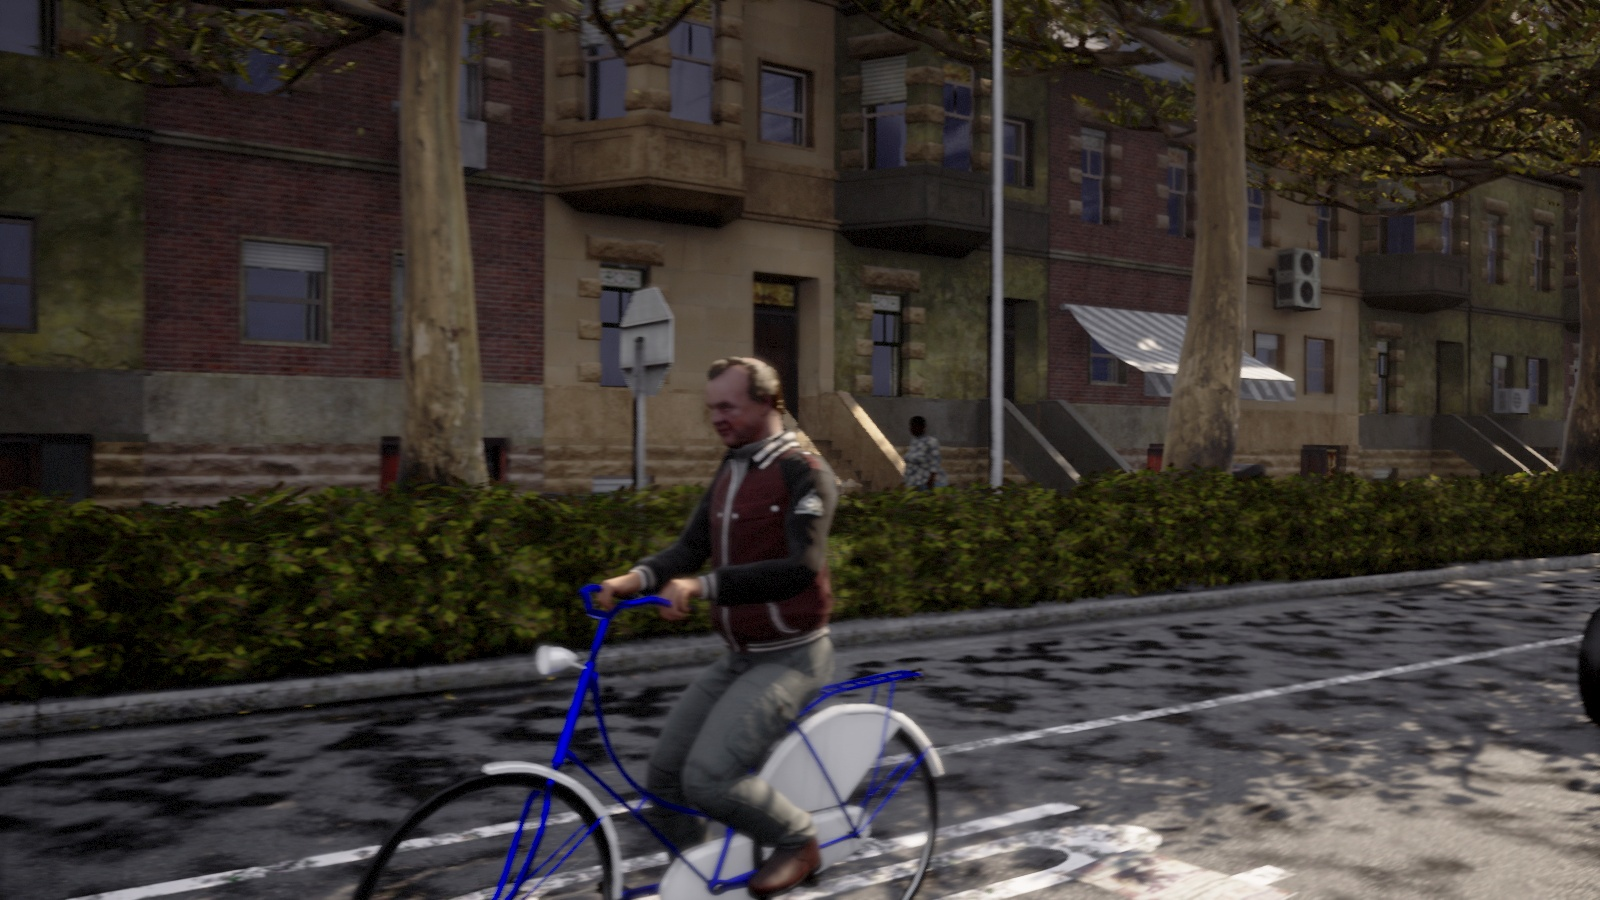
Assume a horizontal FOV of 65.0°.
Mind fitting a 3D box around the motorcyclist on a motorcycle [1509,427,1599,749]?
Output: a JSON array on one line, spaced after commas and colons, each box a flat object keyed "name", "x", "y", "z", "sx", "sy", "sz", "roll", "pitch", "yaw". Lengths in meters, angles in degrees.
[{"name": "motorcyclist on a motorcycle", "x": 5.025, "y": 0.702, "z": 7.156, "sx": 2.350, "sy": 1.649, "sz": 0.766, "roll": 0, "pitch": 0, "yaw": -35}]

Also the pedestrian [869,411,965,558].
[{"name": "pedestrian", "x": 1.525, "y": 0.439, "z": 16.430, "sx": 0.900, "sy": 1.855, "sz": 0.874, "roll": 0, "pitch": 0, "yaw": -32}]

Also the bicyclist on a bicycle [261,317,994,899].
[{"name": "bicyclist on a bicycle", "x": -0.377, "y": 0.624, "z": 3.349, "sx": 1.843, "sy": 1.776, "sz": 0.659, "roll": 0, "pitch": 0, "yaw": -36}]
